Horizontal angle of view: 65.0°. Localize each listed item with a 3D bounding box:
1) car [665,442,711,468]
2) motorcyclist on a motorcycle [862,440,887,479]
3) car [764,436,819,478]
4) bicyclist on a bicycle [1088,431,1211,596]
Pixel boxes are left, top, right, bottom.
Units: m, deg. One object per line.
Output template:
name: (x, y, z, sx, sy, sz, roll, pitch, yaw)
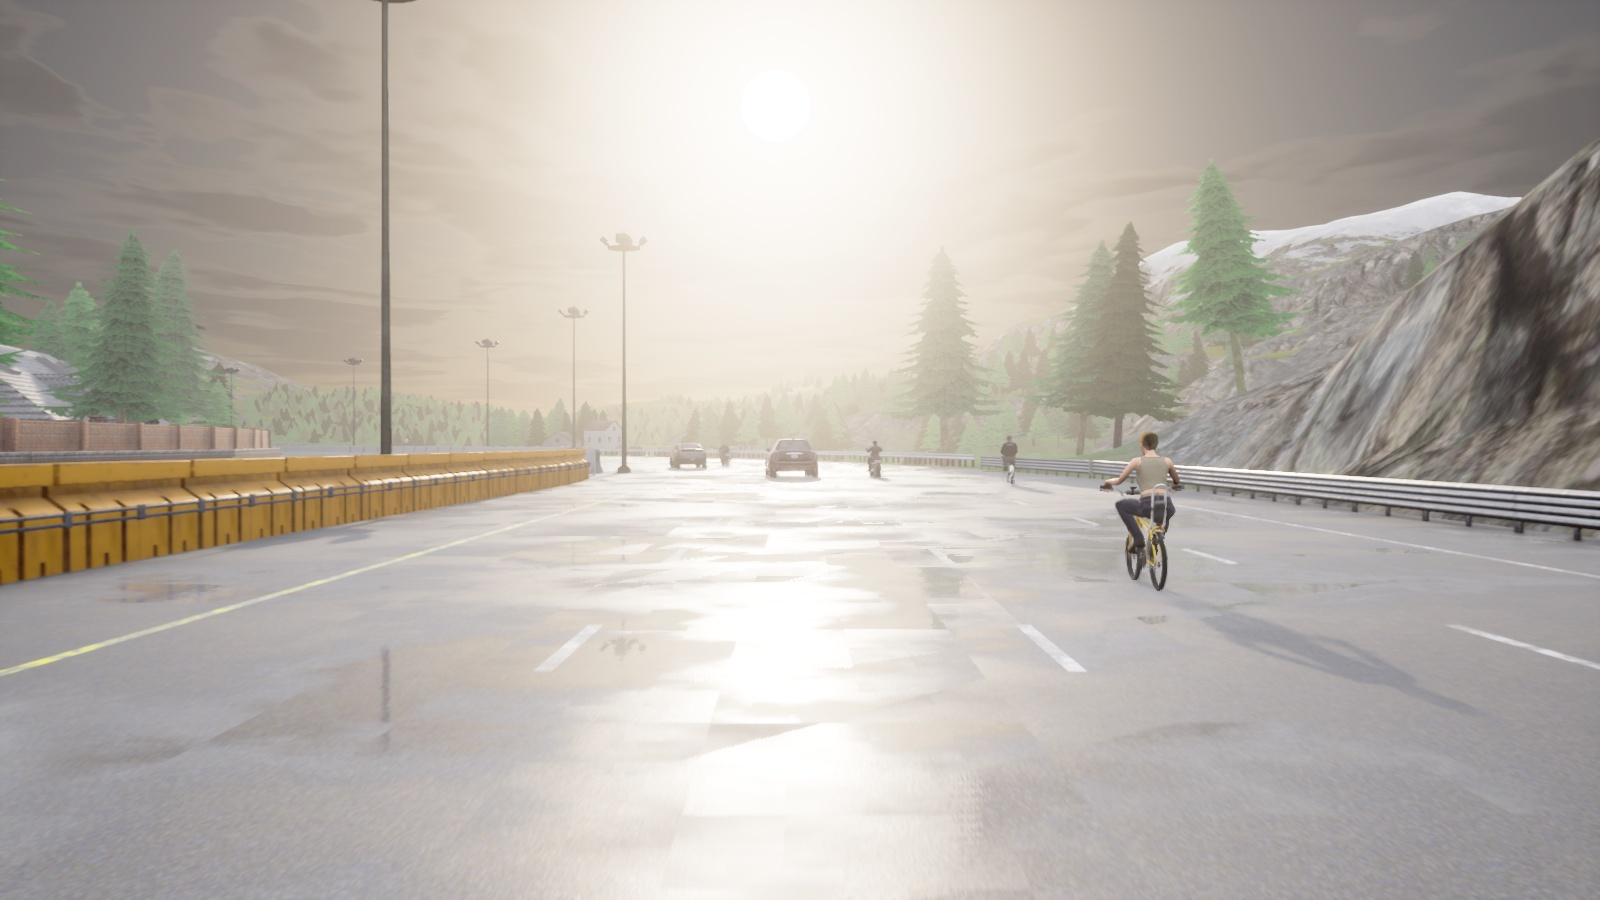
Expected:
car: (-6.661, 0.280, 74.090, 2.128, 1.511, 4.902, 0, 0, -12)
motorcyclist on a motorcycle: (3.219, 0.391, 54.611, 0.766, 1.649, 2.350, -1, 0, -5)
car: (-0.438, 0.289, 55.918, 2.097, 1.767, 4.553, 0, 0, -5)
bicyclist on a bicycle: (3.587, 0.612, 13.022, 0.866, 1.612, 1.509, 0, 0, 1)
